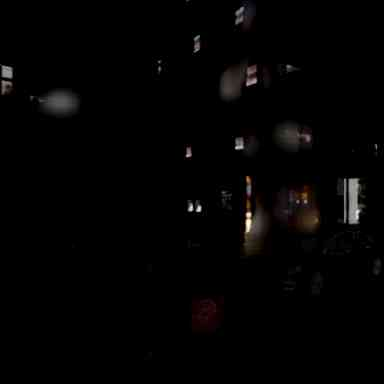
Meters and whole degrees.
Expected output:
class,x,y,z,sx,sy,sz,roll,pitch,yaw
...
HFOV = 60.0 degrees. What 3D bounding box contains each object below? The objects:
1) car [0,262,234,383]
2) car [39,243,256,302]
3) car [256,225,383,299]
class,x,y,z,sx,sy,sz,roll,pitch,yaw
car,-2.049,1.525,1.610,4.674,1.442,1.812,0,0,-35
car,-1.328,1.546,5.151,4.507,1.381,1.887,0,0,-35
car,3.222,1.556,8.395,4.403,1.369,2.008,0,0,-35
